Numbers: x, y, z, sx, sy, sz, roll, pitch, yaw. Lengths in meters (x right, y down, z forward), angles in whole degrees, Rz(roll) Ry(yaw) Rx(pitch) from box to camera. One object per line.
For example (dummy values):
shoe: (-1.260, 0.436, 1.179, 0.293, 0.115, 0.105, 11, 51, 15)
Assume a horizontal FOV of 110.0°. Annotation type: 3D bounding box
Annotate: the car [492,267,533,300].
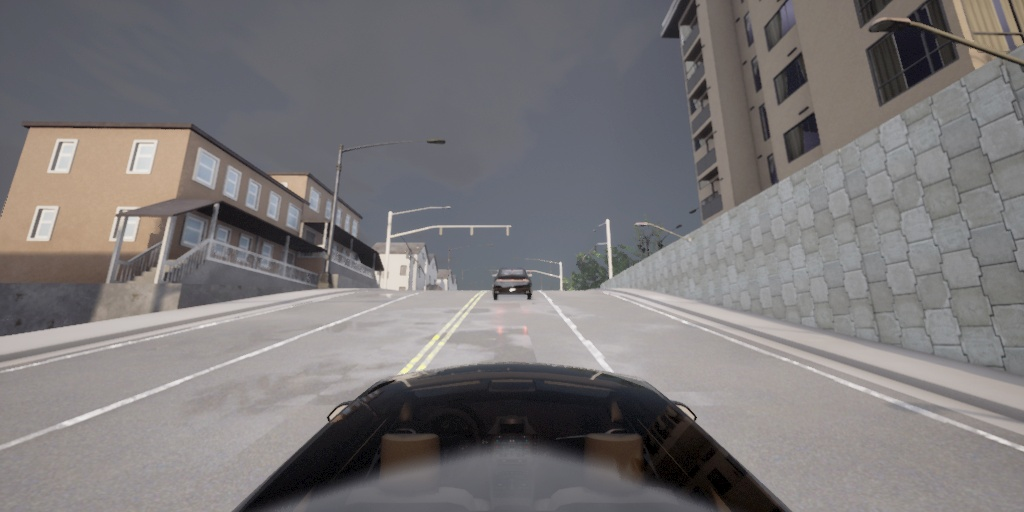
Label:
car: (0.017, 1.316, 18.160, 2.128, 1.511, 4.902, 0, -1, 0)
